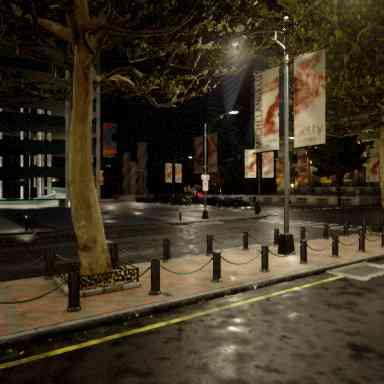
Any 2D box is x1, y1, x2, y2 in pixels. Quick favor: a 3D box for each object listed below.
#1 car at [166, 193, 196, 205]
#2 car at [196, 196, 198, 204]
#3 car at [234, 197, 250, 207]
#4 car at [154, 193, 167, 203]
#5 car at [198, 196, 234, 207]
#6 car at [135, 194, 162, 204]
[{"bbox_3d":[-1.913,1.352,57.747,2.097,1.767,4.553,0,0,-37],"label":"car"},{"bbox_3d":[1.006,1.526,59.710,1.812,1.442,4.674,0,0,-36],"label":"car"},{"bbox_3d":[6.582,1.547,51.978,2.033,1.411,5.357,0,0,-35],"label":"car"},{"bbox_3d":[-5.700,1.221,68.009,5.566,2.045,2.150,0,0,45],"label":"car"},{"bbox_3d":[3.522,1.478,50.230,1.882,1.535,5.008,0,0,-35],"label":"car"},{"bbox_3d":[-8.983,1.547,66.108,5.357,1.411,2.033,0,0,42],"label":"car"}]
